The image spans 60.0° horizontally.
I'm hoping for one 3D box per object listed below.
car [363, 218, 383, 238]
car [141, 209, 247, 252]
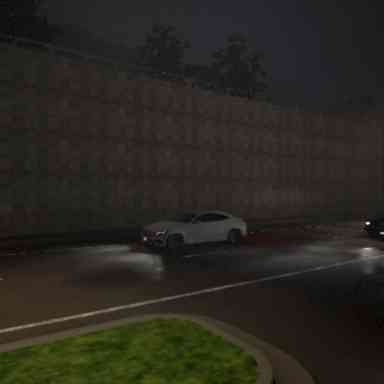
[{"bbox_3d":[10.449,1.541,16.183,4.718,1.301,1.895,0,0,-33],"label":"car"},{"bbox_3d":[0.207,1.458,13.713,4.674,1.442,1.812,0,0,-33],"label":"car"}]
